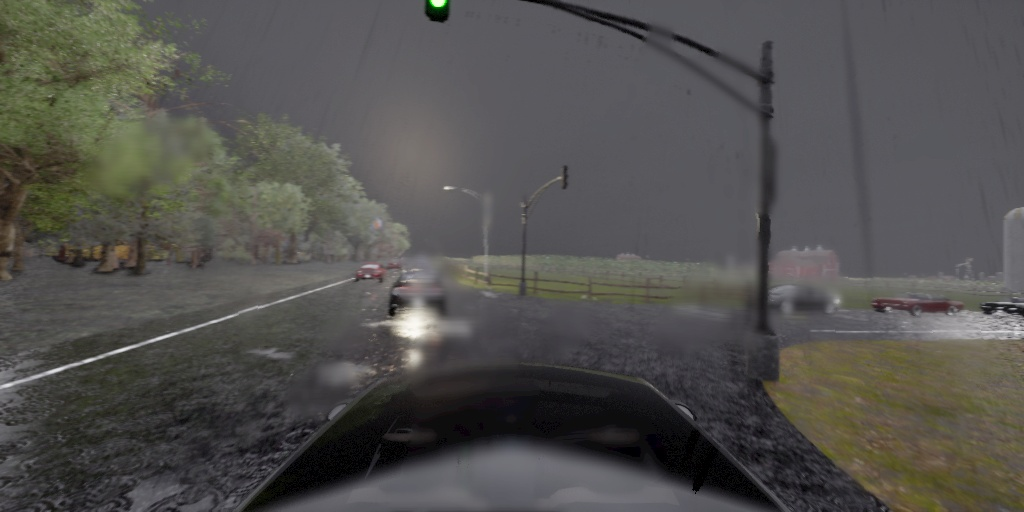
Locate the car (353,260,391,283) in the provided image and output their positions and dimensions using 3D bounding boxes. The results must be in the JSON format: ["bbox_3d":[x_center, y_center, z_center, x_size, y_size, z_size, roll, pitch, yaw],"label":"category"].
[{"bbox_3d":[-10.338,1.186,26.592,1.812,1.442,4.674,2,-1,-14],"label":"car"}]

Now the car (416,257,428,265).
[{"bbox_3d":[-15.601,1.411,61.996,1.812,1.442,4.674,2,-1,-14],"label":"car"}]

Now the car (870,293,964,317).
[{"bbox_3d":[24.005,2.866,21.297,4.718,1.301,1.895,3,-2,-14],"label":"car"}]

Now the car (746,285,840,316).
[{"bbox_3d":[14.960,2.298,19.107,4.892,1.490,1.837,3,-2,-14],"label":"car"}]

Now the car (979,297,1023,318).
[{"bbox_3d":[33.575,3.365,23.611,4.718,1.301,1.895,3,-2,-14],"label":"car"}]

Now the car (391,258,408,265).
[{"bbox_3d":[-16.208,1.075,50.337,2.097,1.767,4.553,2,-1,-14],"label":"car"}]

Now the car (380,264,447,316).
[{"bbox_3d":[-3.477,1.254,13.434,2.128,1.511,4.902,2,-1,-14],"label":"car"}]
